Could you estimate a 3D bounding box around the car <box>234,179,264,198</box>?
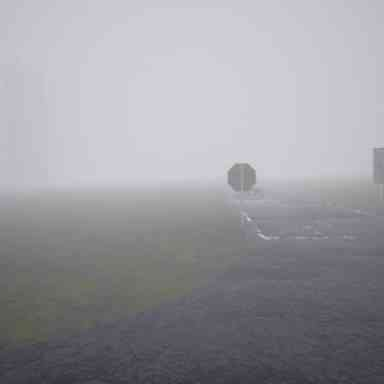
[{"bbox_3d":[4.395,-0.410,26.059,1.882,1.535,5.008,-1,4,3],"label":"car"}]
